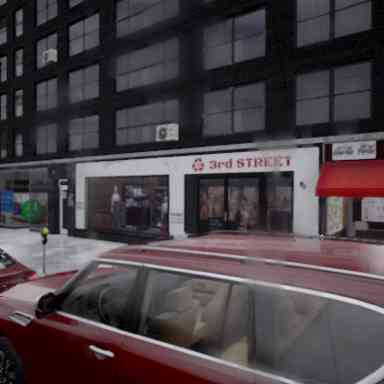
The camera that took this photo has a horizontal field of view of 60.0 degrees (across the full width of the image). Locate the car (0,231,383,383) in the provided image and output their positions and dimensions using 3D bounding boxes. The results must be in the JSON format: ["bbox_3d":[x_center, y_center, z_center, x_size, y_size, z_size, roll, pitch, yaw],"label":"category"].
[{"bbox_3d":[-0.008,1.320,3.094,5.009,1.841,2.192,0,1,36],"label":"car"}]
